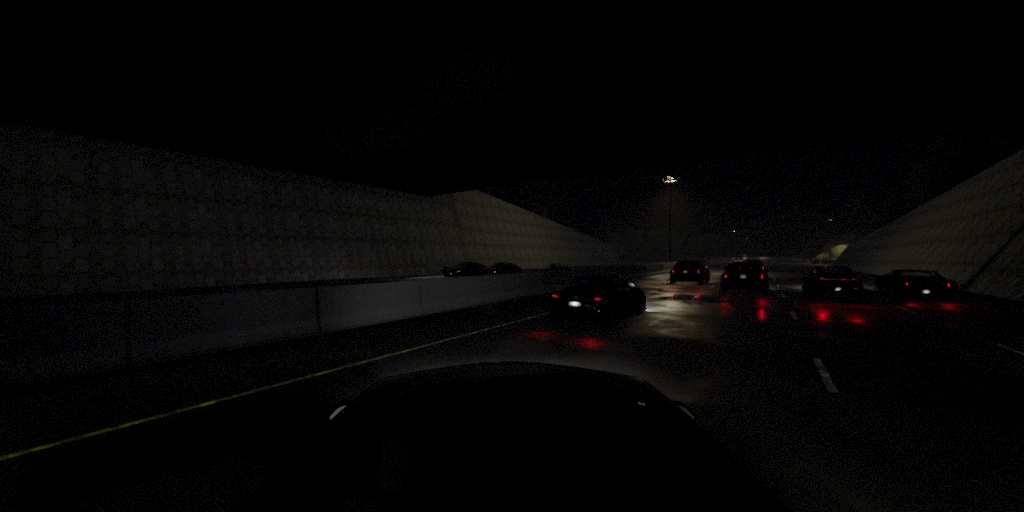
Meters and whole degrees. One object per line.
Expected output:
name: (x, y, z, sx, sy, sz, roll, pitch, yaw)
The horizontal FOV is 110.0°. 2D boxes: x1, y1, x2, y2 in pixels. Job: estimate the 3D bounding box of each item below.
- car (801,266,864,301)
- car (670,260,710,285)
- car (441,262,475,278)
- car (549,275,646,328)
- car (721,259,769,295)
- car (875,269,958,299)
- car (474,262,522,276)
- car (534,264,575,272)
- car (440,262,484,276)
car: (15.596, 1.234, 17.597, 2.128, 1.511, 4.902, 0, 0, 35)
car: (13.052, 1.091, 26.180, 2.097, 1.767, 4.553, 0, 0, 35)
car: (-3.934, 1.261, 32.743, 1.812, 1.442, 4.674, 0, 0, 35)
car: (2.905, 1.309, 11.658, 1.994, 1.385, 4.181, 0, 0, 35)
car: (13.095, 1.093, 20.123, 2.097, 1.767, 4.553, 0, 0, 35)
car: (20.391, 1.343, 18.350, 1.895, 1.301, 4.718, 0, 0, 35)
car: (-0.853, 1.262, 31.041, 1.812, 1.442, 4.674, 0, 0, 35)
car: (3.754, 1.337, 31.531, 1.895, 1.301, 4.718, 0, 0, 35)
car: (-5.094, 1.334, 37.202, 1.895, 1.301, 4.718, 0, 0, 35)
